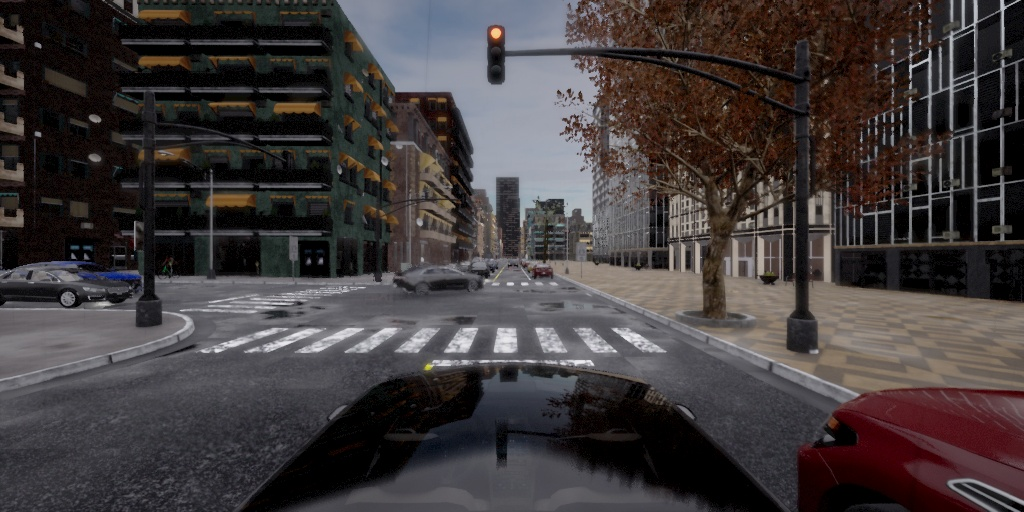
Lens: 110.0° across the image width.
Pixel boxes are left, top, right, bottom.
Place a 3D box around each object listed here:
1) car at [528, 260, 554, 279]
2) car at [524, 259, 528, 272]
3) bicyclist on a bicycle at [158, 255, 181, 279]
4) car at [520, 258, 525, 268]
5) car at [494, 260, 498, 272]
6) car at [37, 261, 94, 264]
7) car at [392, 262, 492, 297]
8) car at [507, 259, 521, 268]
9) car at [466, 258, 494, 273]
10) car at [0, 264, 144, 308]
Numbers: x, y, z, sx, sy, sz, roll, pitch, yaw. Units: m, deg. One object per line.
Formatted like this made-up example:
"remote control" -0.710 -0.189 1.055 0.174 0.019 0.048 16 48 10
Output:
"car" 2.725 1.307 32.365 1.888 1.381 4.507 0 0 0
"car" 2.737 1.297 43.601 1.751 1.417 4.829 0 0 0
"bicyclist on a bicycle" -23.144 0.761 24.238 0.582 1.620 1.656 1 0 -1
"car" 2.755 1.374 60.028 1.802 1.307 4.207 0 0 0
"car" -3.035 1.373 43.683 1.895 1.301 4.718 0 0 0
"car" -19.013 0.985 15.535 5.008 1.535 1.882 1 0 0
"car" -3.831 1.247 19.077 4.902 1.511 2.128 0 0 -37
"car" 0.167 1.397 63.003 1.895 1.301 4.718 0 0 0
"car" -3.059 1.240 33.660 1.882 1.535 5.008 0 0 0
"car" -16.422 1.091 12.970 4.403 1.370 2.007 0 0 -1
